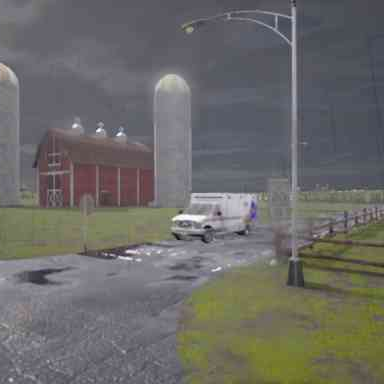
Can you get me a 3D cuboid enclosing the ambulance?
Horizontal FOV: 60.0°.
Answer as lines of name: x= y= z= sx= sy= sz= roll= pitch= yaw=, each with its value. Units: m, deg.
ambulance: x=1.455 y=1.309 z=18.322 sx=2.351 sy=2.431 sz=6.366 roll=-1 pitch=-1 yaw=35
